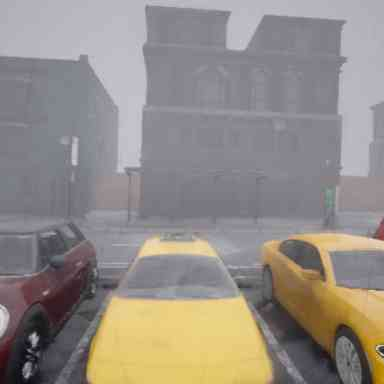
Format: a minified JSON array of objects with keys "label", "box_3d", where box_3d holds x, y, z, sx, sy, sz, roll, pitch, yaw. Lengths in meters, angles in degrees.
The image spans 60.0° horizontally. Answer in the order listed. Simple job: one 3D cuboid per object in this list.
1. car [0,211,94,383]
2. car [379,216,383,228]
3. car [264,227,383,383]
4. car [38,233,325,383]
[{"label":"car","box_3d":[-2.879,1.268,5.046,2.185,1.767,4.553,1,0,-3]},{"label":"car","box_3d":[5.336,1.277,5.474,2.435,2.045,5.566,1,0,-3]},{"label":"car","box_3d":[2.552,1.483,5.344,2.097,1.535,5.008,1,0,-3]},{"label":"car","box_3d":[-0.215,1.436,4.988,1.946,1.575,5.366,1,0,-3]}]
